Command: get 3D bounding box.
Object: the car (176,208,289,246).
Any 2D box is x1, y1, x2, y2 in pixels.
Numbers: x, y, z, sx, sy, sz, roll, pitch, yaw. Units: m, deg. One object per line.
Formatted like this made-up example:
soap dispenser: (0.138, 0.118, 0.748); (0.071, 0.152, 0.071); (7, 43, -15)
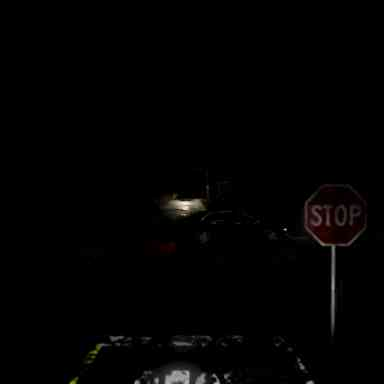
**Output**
car: (1.768, 1.504, 14.662); (4.892, 1.490, 1.837); (0, 1, -4)
